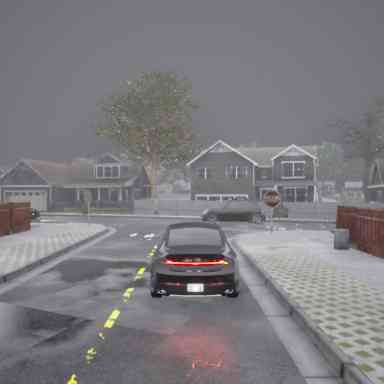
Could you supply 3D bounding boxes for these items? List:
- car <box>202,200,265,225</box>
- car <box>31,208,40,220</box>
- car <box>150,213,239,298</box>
[{"bbox_3d":[2.910,1.381,24.033,4.553,1.767,2.097,0,0,4],"label":"car"},{"bbox_3d":[-14.033,1.497,25.789,4.181,1.385,1.994,0,0,13],"label":"car"},{"bbox_3d":[0.045,1.506,8.517,1.837,1.490,4.892,0,0,0],"label":"car"}]
